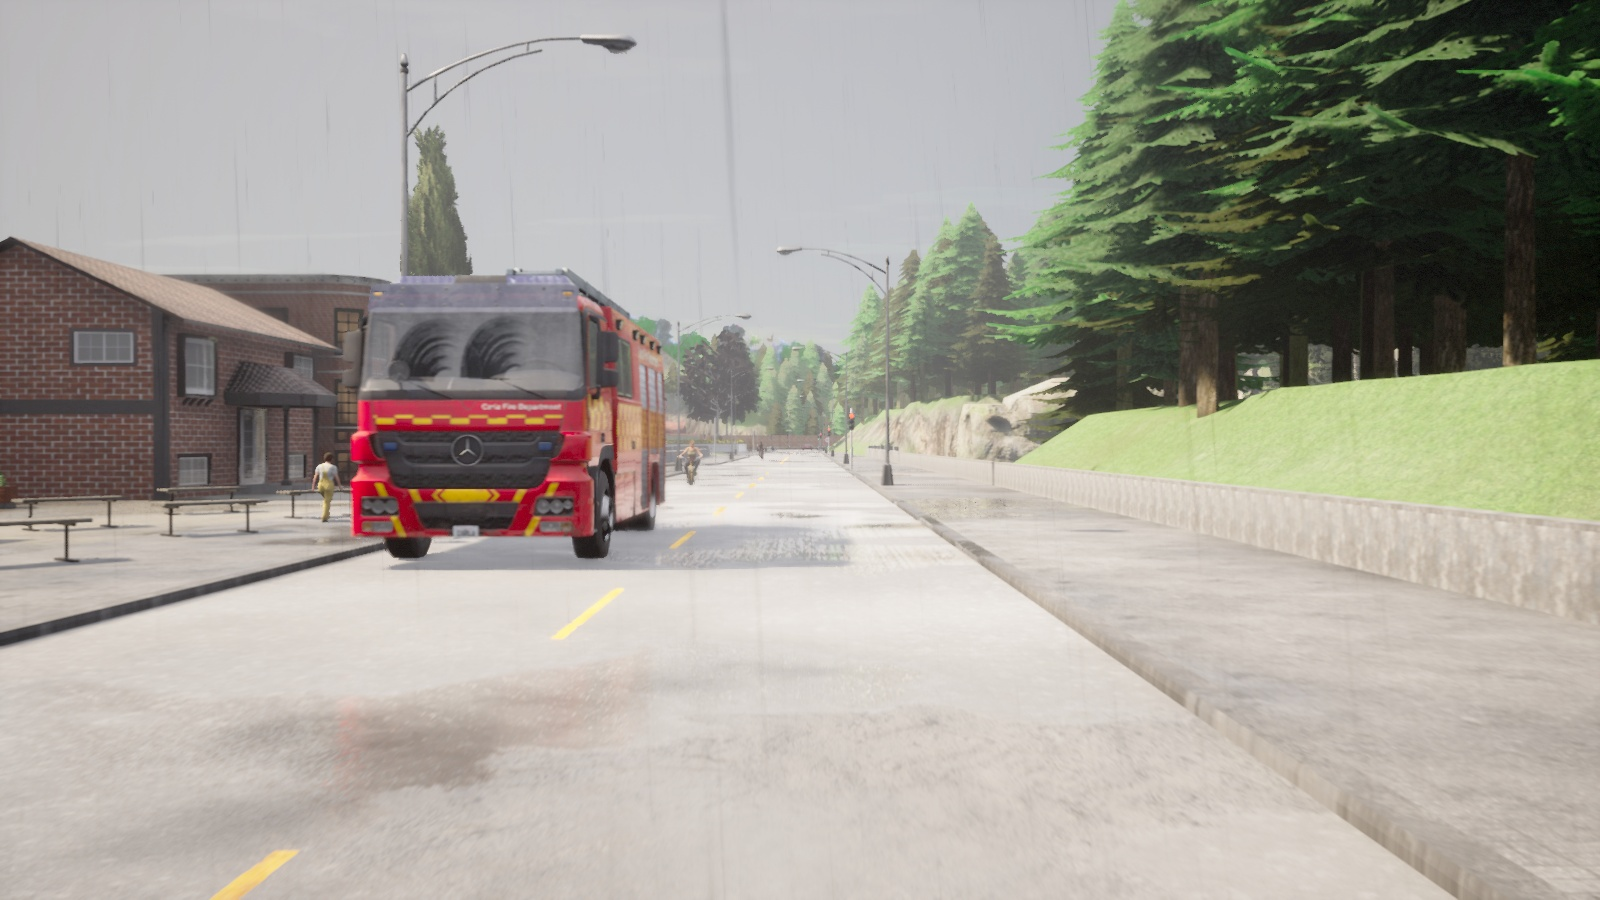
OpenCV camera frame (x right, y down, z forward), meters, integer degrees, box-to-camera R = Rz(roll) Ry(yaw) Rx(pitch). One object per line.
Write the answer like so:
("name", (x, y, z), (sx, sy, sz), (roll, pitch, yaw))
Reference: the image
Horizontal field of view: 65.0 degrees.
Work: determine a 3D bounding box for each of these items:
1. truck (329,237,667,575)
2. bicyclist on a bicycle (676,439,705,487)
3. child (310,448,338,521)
("truck", (-3.878, -0.525, 18.476), (2.891, 3.827, 8.468), (0, 0, 0))
("bicyclist on a bicycle", (-3.741, 0.437, 43.076), (0.866, 1.612, 1.509), (0, 0, 0))
("child", (-8.341, 0.606, 22.027), (0.270, 1.263, 0.437), (0, 0, 10))
